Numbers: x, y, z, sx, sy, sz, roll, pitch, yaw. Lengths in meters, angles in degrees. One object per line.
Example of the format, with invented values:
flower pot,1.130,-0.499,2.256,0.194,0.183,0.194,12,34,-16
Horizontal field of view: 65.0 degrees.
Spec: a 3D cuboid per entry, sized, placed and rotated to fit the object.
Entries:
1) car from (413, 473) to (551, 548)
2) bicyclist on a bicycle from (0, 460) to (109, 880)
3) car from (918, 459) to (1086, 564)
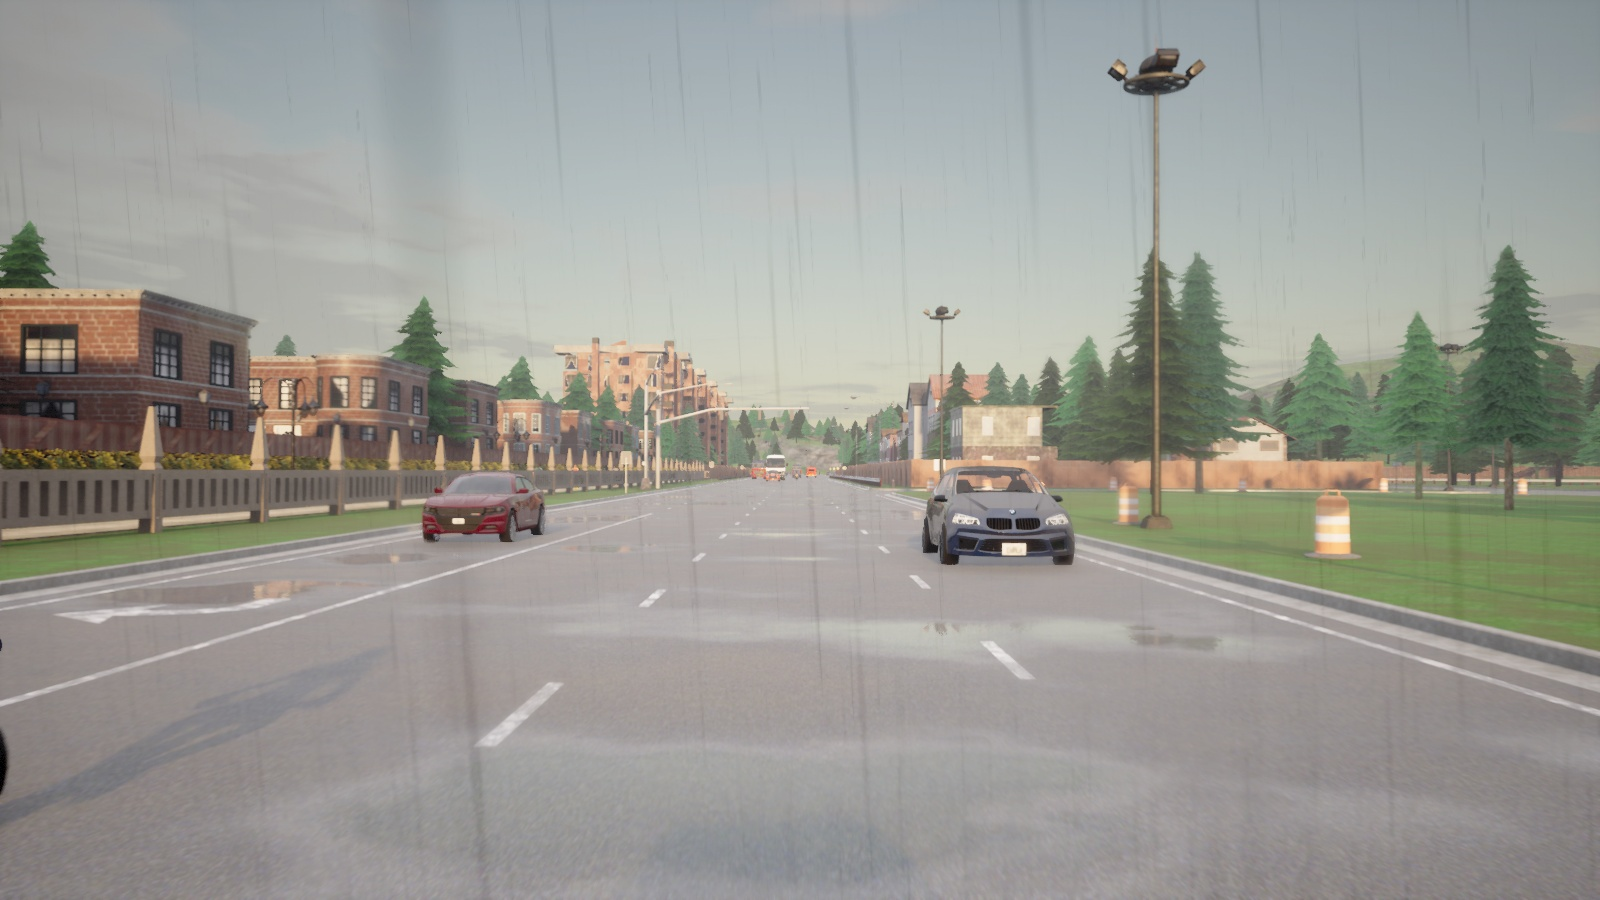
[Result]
car,-7.069,1.297,28.465,1.882,1.535,5.008,0,-1,0
bicyclist on a bicycle,-3.507,0.846,4.823,0.866,1.612,1.509,0,-1,0
car,3.445,1.021,22.425,2.242,1.667,4.611,0,-1,0
